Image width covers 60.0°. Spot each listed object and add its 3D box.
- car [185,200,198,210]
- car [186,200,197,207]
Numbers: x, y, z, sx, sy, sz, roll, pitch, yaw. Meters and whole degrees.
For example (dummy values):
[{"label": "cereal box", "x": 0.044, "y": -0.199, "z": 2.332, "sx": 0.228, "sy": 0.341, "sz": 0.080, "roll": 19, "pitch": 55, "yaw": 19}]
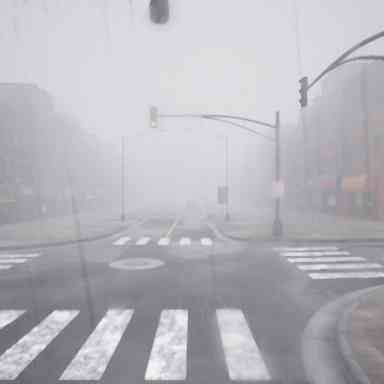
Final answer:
[{"label": "car", "x": -0.027, "y": 2.074, "z": 54.239, "sx": 1.837, "sy": 1.490, "sz": 4.892, "roll": 0, "pitch": 0, "yaw": 0}, {"label": "car", "x": -0.032, "y": 2.203, "z": 64.660, "sx": 2.033, "sy": 1.411, "sz": 5.357, "roll": 0, "pitch": 0, "yaw": 0}]
